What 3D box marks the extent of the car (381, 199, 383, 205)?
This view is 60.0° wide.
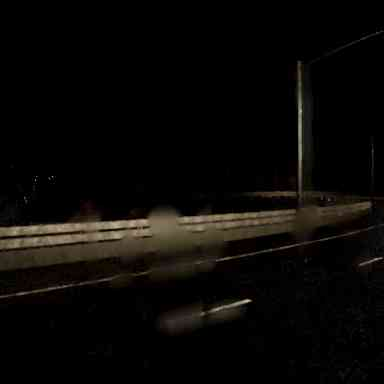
[{"bbox_3d":[35.740,1.720,60.303,2.128,1.511,4.902,0,0,17],"label":"car"}]
